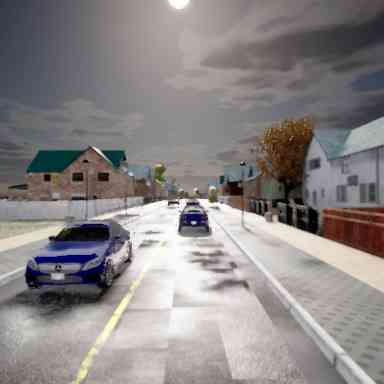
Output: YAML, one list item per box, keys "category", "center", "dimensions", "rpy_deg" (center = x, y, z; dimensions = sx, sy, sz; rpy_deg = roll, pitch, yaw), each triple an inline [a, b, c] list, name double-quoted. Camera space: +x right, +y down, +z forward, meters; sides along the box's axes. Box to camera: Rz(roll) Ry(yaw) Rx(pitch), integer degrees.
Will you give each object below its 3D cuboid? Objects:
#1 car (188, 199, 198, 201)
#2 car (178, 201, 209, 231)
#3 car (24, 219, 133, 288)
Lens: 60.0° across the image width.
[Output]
- category: "car"
  center: [0.115, 1.624, 41.512]
  dimensions: [1.812, 1.442, 4.674]
  rpy_deg: [0, 0, 0]
- category: "car"
  center: [0.107, 1.556, 20.933]
  dimensions: [1.812, 1.442, 4.674]
  rpy_deg: [0, 0, 0]
- category: "car"
  center: [-2.846, 1.535, 9.373]
  dimensions: [1.812, 1.442, 4.674]
  rpy_deg: [0, 0, 0]
